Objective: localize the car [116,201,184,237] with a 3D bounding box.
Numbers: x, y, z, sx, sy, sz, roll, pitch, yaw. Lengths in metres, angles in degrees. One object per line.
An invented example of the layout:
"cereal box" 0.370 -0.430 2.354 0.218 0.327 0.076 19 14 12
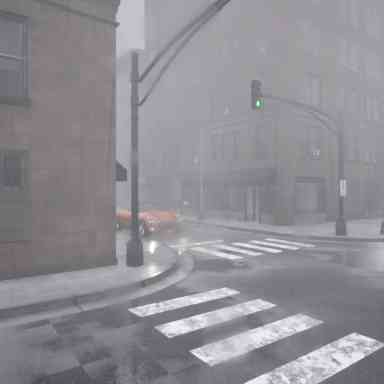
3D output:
"car" -2.362 1.263 17.521 2.097 1.767 4.553 0 0 -35
